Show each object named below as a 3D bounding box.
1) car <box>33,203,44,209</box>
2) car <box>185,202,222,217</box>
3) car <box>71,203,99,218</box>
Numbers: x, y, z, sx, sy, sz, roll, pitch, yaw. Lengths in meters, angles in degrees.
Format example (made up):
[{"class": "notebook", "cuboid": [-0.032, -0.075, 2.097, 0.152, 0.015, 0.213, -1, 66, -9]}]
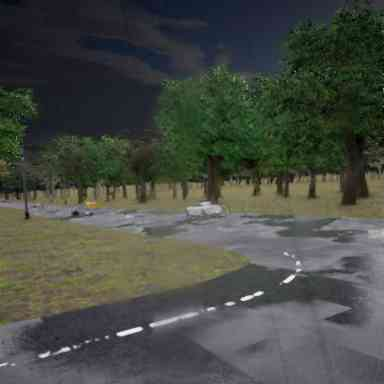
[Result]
[{"class": "car", "cuboid": [-38.153, 3.372, 82.651, 1.812, 1.442, 4.674, -4, 1, -34]}, {"class": "car", "cuboid": [1.131, 1.774, 34.414, 1.812, 1.442, 4.674, -4, 1, -36]}, {"class": "car", "cuboid": [-14.700, 2.609, 44.346, 2.128, 1.511, 4.902, -4, 1, -36]}]
